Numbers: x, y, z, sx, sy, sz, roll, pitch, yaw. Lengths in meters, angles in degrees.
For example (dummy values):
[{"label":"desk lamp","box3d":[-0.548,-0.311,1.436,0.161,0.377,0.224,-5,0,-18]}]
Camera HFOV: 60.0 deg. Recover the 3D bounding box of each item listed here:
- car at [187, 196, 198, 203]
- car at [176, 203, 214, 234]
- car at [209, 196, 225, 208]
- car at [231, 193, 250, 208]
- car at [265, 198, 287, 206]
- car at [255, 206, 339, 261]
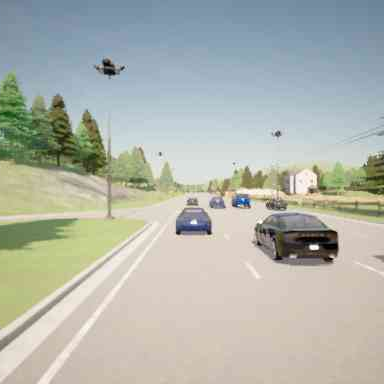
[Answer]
[{"label":"car","box3d":[0.083,1.494,56.097,2.128,1.511,4.902,0,0,0]},{"label":"car","box3d":[0.093,1.565,19.265,1.994,1.385,4.181,0,0,0]},{"label":"car","box3d":[3.585,1.355,48.492,2.097,1.767,4.553,0,0,0]},{"label":"car","box3d":[7.085,1.224,48.660,2.150,2.045,5.566,0,0,0]},{"label":"car","box3d":[10.587,1.494,41.985,2.128,1.511,4.902,0,0,0]},{"label":"car","box3d":[3.596,1.478,12.270,1.882,1.535,5.008,0,0,0]}]
